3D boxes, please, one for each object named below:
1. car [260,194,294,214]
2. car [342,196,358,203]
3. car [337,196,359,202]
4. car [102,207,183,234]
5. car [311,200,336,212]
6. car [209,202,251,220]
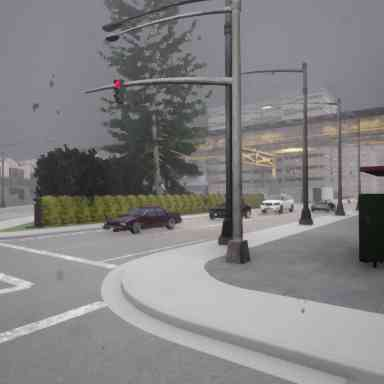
[{"bbox_3d":[9.640,1.282,37.188,2.150,2.045,5.566,-1,0,36],"label":"car"},{"bbox_3d":[31.828,1.523,68.023,4.974,1.542,2.038,0,0,-29],"label":"car"},{"bbox_3d":[31.872,1.366,68.049,4.536,1.218,1.853,0,0,-29],"label":"car"},{"bbox_3d":[-2.770,1.603,20.067,2.033,1.411,5.357,-1,0,36],"label":"car"},{"bbox_3d":[15.399,1.591,38.889,1.994,1.385,4.181,-1,0,36],"label":"car"},{"bbox_3d":[3.345,1.536,28.519,1.882,1.535,5.008,-1,0,36],"label":"car"}]
